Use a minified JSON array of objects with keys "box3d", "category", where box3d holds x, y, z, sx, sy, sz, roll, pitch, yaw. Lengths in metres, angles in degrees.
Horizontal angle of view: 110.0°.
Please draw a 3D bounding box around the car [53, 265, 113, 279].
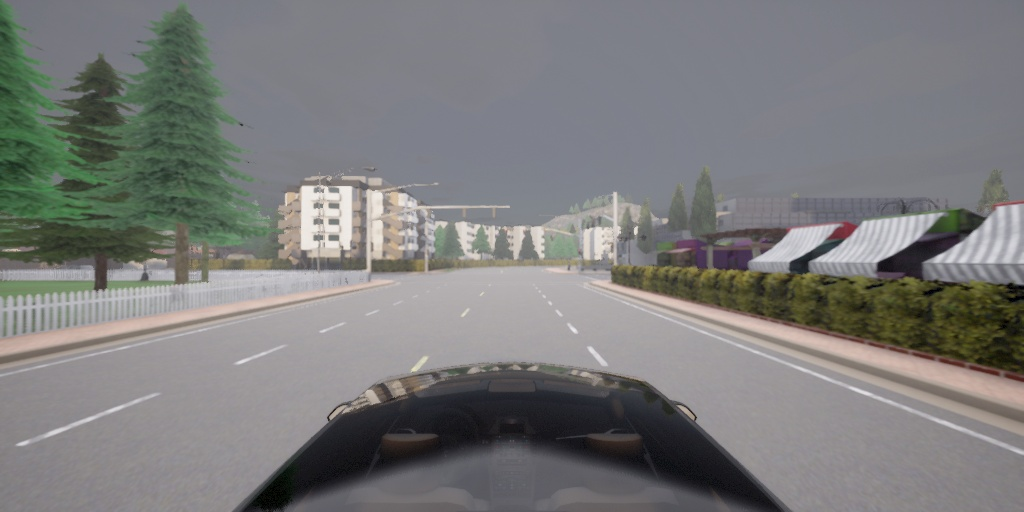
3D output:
[{"box3d":[-44.689,1.650,37.359,5.008,1.535,1.882,0,-1,1],"category":"car"}]
